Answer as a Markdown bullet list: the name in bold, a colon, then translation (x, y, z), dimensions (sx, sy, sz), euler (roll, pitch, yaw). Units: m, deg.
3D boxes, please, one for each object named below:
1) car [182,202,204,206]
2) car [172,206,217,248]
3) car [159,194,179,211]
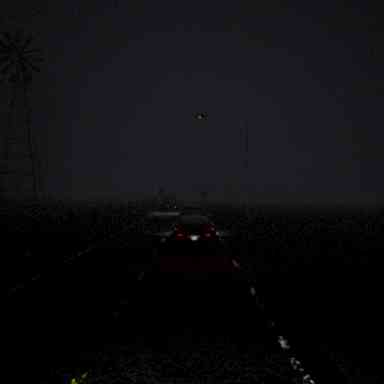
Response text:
- **car**: translation (0.098, 1.607, 30.255), dimensions (1.812, 1.442, 4.674), euler (0, 0, 0)
- **car**: translation (0.087, 1.567, 14.979), dimensions (1.812, 1.442, 4.674), euler (0, 0, 0)
- **car**: translation (-2.824, 1.332, 41.904), dimensions (2.150, 2.045, 5.566), euler (0, 0, 0)
